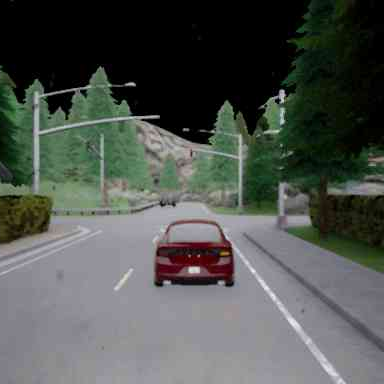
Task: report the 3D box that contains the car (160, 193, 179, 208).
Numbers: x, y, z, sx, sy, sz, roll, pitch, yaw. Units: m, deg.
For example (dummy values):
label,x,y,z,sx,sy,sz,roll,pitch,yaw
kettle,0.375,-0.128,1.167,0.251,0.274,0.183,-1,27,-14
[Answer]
label,x,y,z,sx,sy,sz,roll,pitch,yaw
car,-3.584,1.272,50.532,2.150,2.045,5.566,0,0,0

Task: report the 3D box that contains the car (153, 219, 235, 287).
label,x,y,z,sx,sy,sz,roll,pitch,yaw
car,0.064,1.488,9.422,1.882,1.535,5.008,0,0,0
